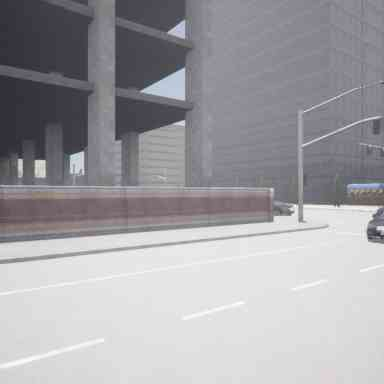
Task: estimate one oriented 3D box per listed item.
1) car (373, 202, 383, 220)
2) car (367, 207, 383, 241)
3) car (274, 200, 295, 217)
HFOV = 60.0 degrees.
[{"bbox_3d":[16.990,1.564,26.406,4.181,1.385,1.994,0,0,42],"label":"car"},{"bbox_3d":[9.936,1.491,15.703,4.902,1.511,2.128,0,0,-43],"label":"car"},{"bbox_3d":[7.618,1.488,32.027,2.128,1.511,4.902,0,0,-36],"label":"car"}]
